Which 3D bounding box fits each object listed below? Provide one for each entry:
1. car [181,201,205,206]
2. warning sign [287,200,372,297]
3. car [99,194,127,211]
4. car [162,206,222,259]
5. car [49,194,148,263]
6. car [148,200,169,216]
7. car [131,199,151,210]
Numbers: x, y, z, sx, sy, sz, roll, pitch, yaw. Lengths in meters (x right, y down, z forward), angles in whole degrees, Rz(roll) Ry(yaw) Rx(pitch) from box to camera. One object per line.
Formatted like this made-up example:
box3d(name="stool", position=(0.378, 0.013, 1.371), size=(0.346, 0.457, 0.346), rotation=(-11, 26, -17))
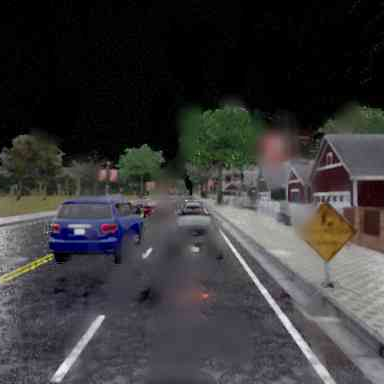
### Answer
box3d(name="car", position=(0.084, 1.520, 28.501), size=(1.837, 1.490, 4.892), rotation=(0, 0, 0))
box3d(name="warning sign", position=(2.830, 1.113, 7.005), size=(1.300, 1.860, 1.060), rotation=(-1, -1, 0))
box3d(name="car", position=(-9.843, 1.255, 41.867), size=(2.150, 2.045, 5.566), rotation=(0, 0, 0))
box3d(name="car", position=(0.082, 1.505, 12.574), size=(1.837, 1.490, 4.892), rotation=(0, 0, 0))
box3d(name="car", position=(-3.166, 1.219, 12.090), size=(2.150, 2.045, 5.566), rotation=(0, 0, 0))
box3d(name="car", position=(-3.162, 1.494, 29.968), size=(1.882, 1.535, 5.008), rotation=(0, 0, 0))
box3d(name="car", position=(-6.587, 1.602, 43.583), size=(1.994, 1.385, 4.181), rotation=(0, 0, 0))
